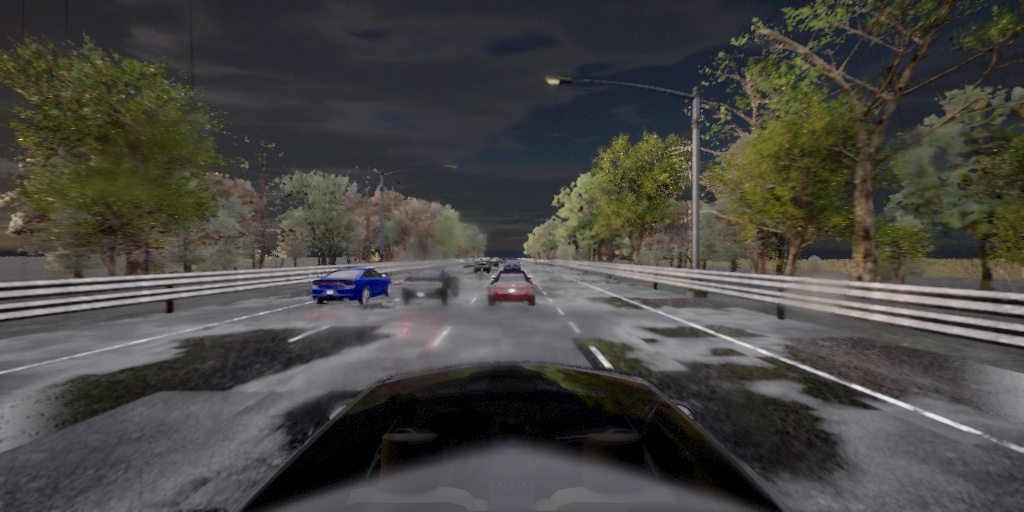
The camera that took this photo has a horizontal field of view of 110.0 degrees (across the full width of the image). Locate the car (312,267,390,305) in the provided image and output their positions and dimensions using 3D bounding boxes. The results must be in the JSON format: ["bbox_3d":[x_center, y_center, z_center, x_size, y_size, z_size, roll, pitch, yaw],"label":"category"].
[{"bbox_3d":[-6.991,1.242,16.246,1.882,1.535,5.008,0,0,0],"label":"car"}]

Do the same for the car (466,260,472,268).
[{"bbox_3d":[-6.969,1.362,61.905,2.033,1.411,5.357,0,0,0],"label":"car"}]

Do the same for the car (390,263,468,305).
[{"bbox_3d":[-3.494,1.256,16.169,2.128,1.511,4.902,0,0,0],"label":"car"}]

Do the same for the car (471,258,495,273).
[{"bbox_3d":[-3.480,1.299,43.848,1.837,1.490,4.892,0,0,0],"label":"car"}]

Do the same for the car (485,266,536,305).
[{"bbox_3d":[0.006,1.328,16.092,1.994,1.385,4.181,0,0,0],"label":"car"}]

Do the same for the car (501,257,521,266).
[{"bbox_3d":[0.024,1.146,45.744,2.097,1.767,4.553,0,0,0],"label":"car"}]
